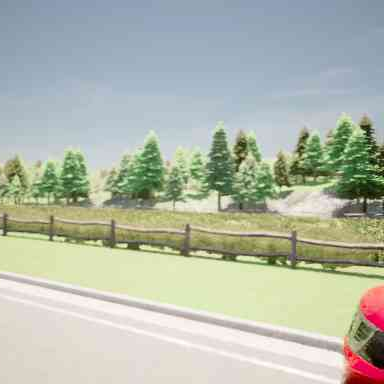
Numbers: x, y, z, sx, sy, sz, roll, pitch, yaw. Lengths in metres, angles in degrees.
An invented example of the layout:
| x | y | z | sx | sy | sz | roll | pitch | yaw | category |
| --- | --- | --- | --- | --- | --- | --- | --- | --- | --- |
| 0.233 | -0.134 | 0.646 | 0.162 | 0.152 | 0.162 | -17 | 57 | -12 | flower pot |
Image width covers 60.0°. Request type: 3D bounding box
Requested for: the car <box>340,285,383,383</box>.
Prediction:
| x | y | z | sx | sy | sz | roll | pitch | yaw | category |
| --- | --- | --- | --- | --- | --- | --- | --- | --- | --- |
| 4.135 | 1.401 | 2.427 | 5.566 | 2.045 | 2.150 | 0 | -2 | 29 | car |
